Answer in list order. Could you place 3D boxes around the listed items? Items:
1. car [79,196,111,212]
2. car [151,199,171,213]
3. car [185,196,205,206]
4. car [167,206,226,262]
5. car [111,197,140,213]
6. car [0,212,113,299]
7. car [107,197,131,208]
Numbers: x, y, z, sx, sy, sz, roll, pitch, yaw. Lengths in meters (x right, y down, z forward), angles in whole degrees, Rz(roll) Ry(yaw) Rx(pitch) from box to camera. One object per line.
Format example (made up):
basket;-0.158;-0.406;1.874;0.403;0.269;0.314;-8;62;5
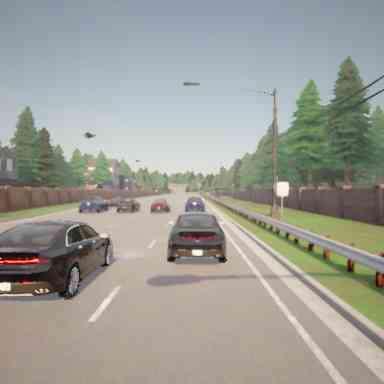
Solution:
car;-10.303;1.226;35.254;2.097;1.767;4.553;0;0;0
car;-3.300;1.426;35.453;1.812;1.442;4.674;0;0;0
car;0.302;1.264;36.133;2.097;1.767;4.553;0;0;0
car;0.163;1.477;12.018;1.837;1.490;4.892;0;1;0
car;-6.791;1.379;35.762;2.128;1.511;4.902;0;0;1
car;-3.365;1.469;8.374;1.837;1.490;4.892;0;-1;0
car;-10.217;1.394;46.996;2.033;1.411;5.357;0;0;1
